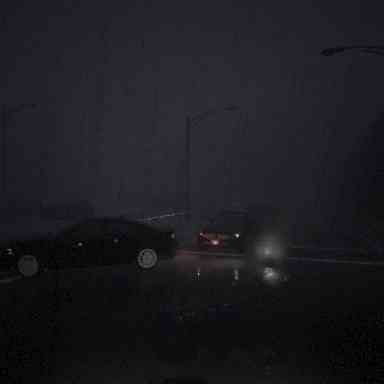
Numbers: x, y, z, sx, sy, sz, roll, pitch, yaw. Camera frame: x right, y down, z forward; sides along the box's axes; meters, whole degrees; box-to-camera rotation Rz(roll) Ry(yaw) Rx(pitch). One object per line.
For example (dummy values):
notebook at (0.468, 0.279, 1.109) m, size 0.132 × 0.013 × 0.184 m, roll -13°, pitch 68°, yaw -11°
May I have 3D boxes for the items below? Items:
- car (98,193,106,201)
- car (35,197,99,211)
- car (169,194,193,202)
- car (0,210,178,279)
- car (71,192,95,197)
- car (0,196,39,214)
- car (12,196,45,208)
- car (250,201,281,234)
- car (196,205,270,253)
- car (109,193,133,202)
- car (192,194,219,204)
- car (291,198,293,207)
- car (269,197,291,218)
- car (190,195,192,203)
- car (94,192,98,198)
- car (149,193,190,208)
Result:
car at (-20.342, 1.013, 70.932) m, size 3.866 × 1.878 × 1.905 m, roll 0°, pitch 0°, yaw 18°
car at (-9.083, 1.355, 24.219) m, size 3.633 × 1.501 × 1.845 m, roll 0°, pitch 0°, yaw 18°
car at (-2.229, 1.256, 68.713) m, size 4.514 × 1.523 × 2.007 m, roll 0°, pitch 0°, yaw 18°
car at (-2.927, 1.475, 9.924) m, size 5.008 × 1.535 × 1.882 m, roll 0°, pitch 0°, yaw -19°
car at (-18.562, 1.248, 53.730) m, size 4.514 × 1.523 × 2.007 m, roll 0°, pitch 0°, yaw 18°
car at (-15.171, 1.355, 29.404) m, size 3.806 × 1.475 × 1.970 m, roll 0°, pitch 0°, yaw 18°
car at (-21.779, 1.273, 44.270) m, size 3.633 × 1.501 × 1.845 m, roll 0°, pitch 0°, yaw 18°
car at (3.921, 1.489, 19.337) m, size 1.837 × 1.490 × 4.892 m, roll 0°, pitch 0°, yaw 19°
car at (1.785, 1.514, 13.926) m, size 1.812 × 1.442 × 4.674 m, roll 0°, pitch 0°, yaw 24°
car at (-13.927, 1.044, 65.314) m, size 4.605 × 1.855 × 1.932 m, roll 0°, pitch 0°, yaw 18°
car at (1.557, 1.124, 56.812) m, size 5.027 × 1.636 × 2.152 m, roll 0°, pitch 0°, yaw 18°
car at (14.348, 1.477, 50.406) m, size 1.837 × 1.490 × 4.892 m, roll 0°, pitch 0°, yaw 19°
car at (7.586, 1.472, 30.245) m, size 2.128 × 1.511 × 4.902 m, roll 0°, pitch 0°, yaw 19°
car at (-2.511, 1.051, 44.681) m, size 3.866 × 1.878 × 1.905 m, roll 0°, pitch 0°, yaw 18°
car at (-21.979, 1.297, 67.974) m, size 3.806 × 1.475 × 1.970 m, roll 0°, pitch 0°, yaw 18°
car at (-3.044, 1.073, 41.795) m, size 4.605 × 1.855 × 1.932 m, roll 0°, pitch 0°, yaw 18°
